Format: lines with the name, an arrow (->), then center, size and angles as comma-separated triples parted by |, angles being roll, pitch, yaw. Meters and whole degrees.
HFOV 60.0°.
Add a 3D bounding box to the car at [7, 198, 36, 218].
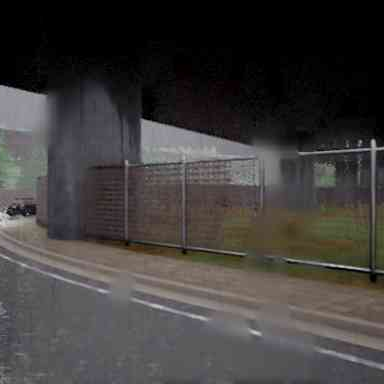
car -> -14.196, 1.297, 30.237 | 2.097, 1.767, 4.553 | 0, 0, 24
